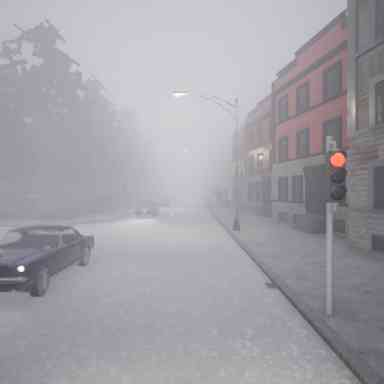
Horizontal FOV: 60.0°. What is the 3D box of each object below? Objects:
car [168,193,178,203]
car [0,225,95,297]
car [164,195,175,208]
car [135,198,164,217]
[{"bbox_3d":[-4.035,1.252,67.364,2.150,2.045,5.566,0,0,0],"label":"car"},{"bbox_3d":[-4.104,1.601,8.718,1.895,1.301,4.718,0,0,0],"label":"car"},{"bbox_3d":[-4.123,1.546,49.197,2.033,1.411,5.357,0,0,0],"label":"car"},{"bbox_3d":[-4.116,1.491,31.253,2.128,1.511,4.902,0,0,0],"label":"car"}]
